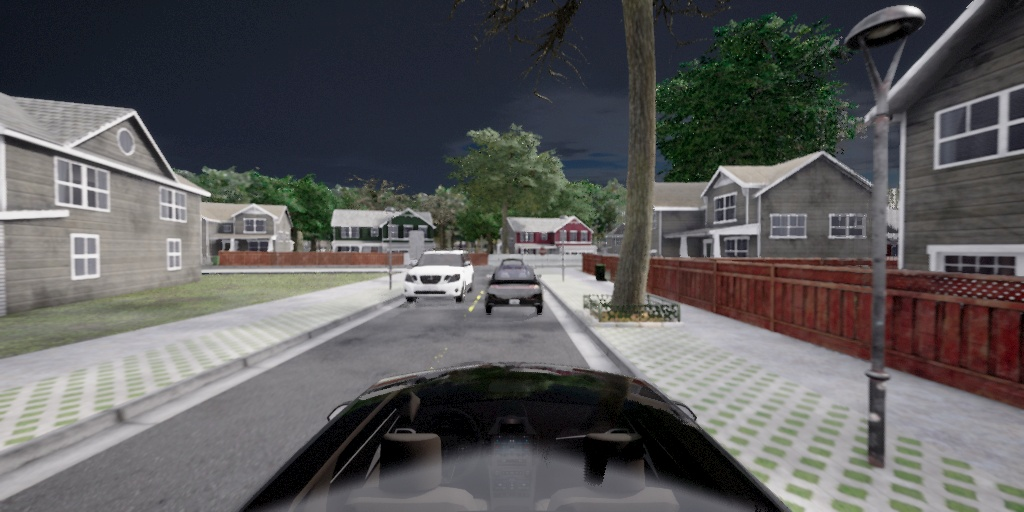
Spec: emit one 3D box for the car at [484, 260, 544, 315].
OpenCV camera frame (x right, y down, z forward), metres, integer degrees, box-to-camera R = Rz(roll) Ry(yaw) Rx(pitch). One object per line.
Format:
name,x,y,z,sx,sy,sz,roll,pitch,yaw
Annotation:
car,0.061,1.065,12.689,2.128,1.511,4.902,0,1,0

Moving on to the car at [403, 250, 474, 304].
car,-2.891,0.751,15.351,2.150,2.045,5.566,0,1,0
